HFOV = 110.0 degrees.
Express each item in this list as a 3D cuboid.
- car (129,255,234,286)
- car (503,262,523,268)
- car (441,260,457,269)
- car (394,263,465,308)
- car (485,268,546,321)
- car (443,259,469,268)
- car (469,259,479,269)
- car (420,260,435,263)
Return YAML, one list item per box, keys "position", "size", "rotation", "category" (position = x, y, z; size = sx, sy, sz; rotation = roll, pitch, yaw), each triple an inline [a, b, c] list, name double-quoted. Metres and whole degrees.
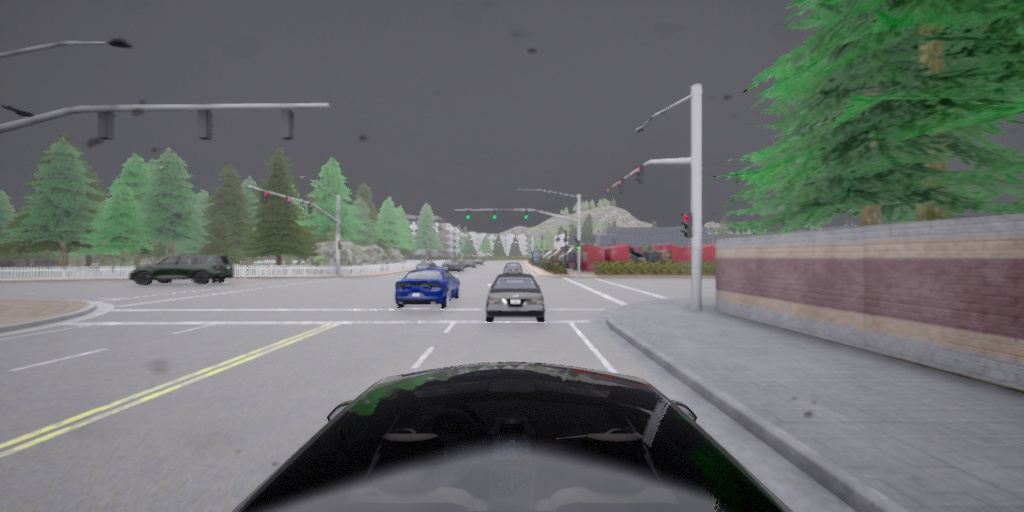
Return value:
- position: [-22.699, 0.943, 24.874]
  size: [5.566, 2.045, 2.150]
  rotation: [0, 0, -12]
  category: "car"
- position: [0.100, 1.321, 34.464]
  size: [2.033, 1.411, 5.357]
  rotation: [0, -1, 0]
  category: "car"
- position: [-10.544, 1.340, 60.215]
  size: [1.812, 1.442, 4.674]
  rotation: [0, 0, 0]
  category: "car"
- position: [-3.399, 1.227, 15.182]
  size: [1.882, 1.535, 5.008]
  rotation: [0, 0, 0]
  category: "car"
- position: [0.099, 1.305, 12.452]
  size: [2.033, 1.411, 5.357]
  rotation: [0, 0, 0]
  category: "car"
- position: [-7.084, 1.344, 44.647]
  size: [2.033, 1.411, 5.357]
  rotation: [0, 0, 0]
  category: "car"
- position: [-7.047, 1.318, 59.893]
  size: [1.837, 1.490, 4.892]
  rotation: [0, 0, 0]
  category: "car"
- position: [-10.583, 1.289, 44.353]
  size: [2.128, 1.511, 4.902]
  rotation: [0, 0, 0]
  category: "car"
